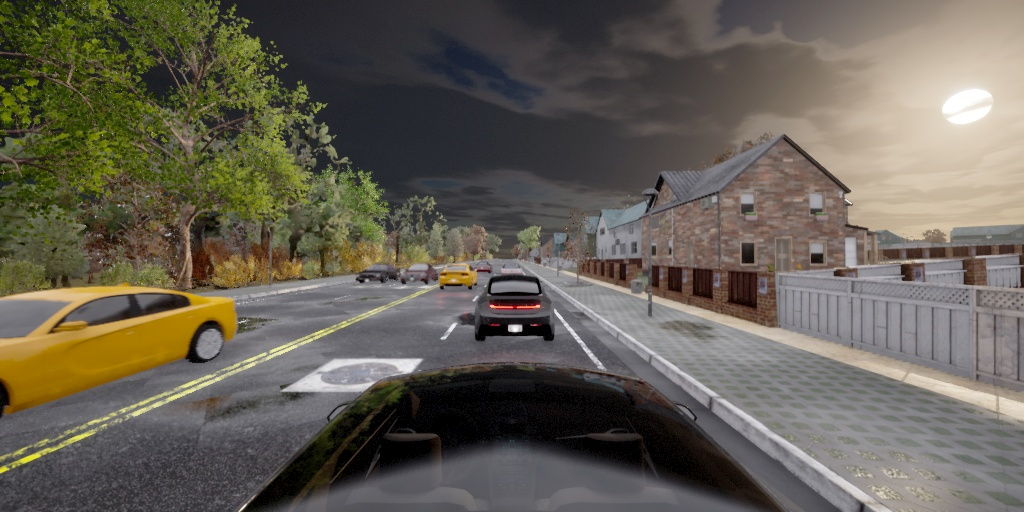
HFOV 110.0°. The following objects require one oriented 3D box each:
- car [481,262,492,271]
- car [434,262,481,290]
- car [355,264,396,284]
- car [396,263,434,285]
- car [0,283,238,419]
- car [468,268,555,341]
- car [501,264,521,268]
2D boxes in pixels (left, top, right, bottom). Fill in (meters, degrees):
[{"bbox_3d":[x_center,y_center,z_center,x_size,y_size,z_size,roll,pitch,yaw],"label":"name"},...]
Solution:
[{"bbox_3d":[-3.407,1.336,42.647,1.994,1.385,4.181,0,0,0],"label":"car"},{"bbox_3d":[-3.308,1.236,22.829,1.882,1.535,5.008,0,0,0],"label":"car"},{"bbox_3d":[-10.000,1.308,27.357,2.033,1.411,5.357,0,0,0],"label":"car"},{"bbox_3d":[-6.757,1.286,26.496,1.812,1.442,4.674,0,0,0],"label":"car"},{"bbox_3d":[-6.610,1.229,5.303,1.882,1.535,5.008,0,0,0],"label":"car"},{"bbox_3d":[0.052,1.258,9.869,1.837,1.490,4.892,0,0,0],"label":"car"},{"bbox_3d":[-0.085,1.365,33.244,1.895,1.301,4.718,0,0,-2],"label":"car"}]
